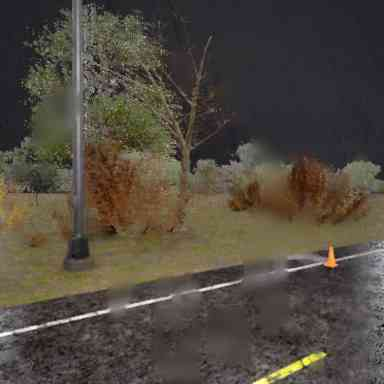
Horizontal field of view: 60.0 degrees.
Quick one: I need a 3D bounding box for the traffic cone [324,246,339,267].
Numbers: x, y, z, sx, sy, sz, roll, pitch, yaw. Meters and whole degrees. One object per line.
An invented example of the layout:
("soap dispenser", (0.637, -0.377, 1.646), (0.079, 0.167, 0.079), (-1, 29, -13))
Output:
("traffic cone", (4.373, 2.005, 10.435), (0.340, 0.580, 0.340), (0, -1, -36))
